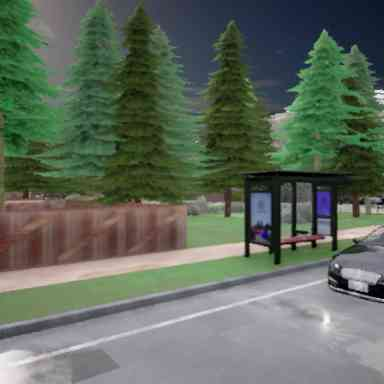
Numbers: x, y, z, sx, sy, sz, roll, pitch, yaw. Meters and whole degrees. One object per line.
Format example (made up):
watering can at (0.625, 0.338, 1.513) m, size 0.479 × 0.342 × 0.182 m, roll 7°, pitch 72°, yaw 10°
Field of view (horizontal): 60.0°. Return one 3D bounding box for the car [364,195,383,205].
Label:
car at (29.057, 1.111, 51.255) m, size 4.605 × 1.855 × 1.932 m, roll 0°, pitch 0°, yaw -37°

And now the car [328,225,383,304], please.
car at (5.088, 1.483, 7.648) m, size 4.902 × 1.511 × 2.128 m, roll 0°, pitch 0°, yaw -36°

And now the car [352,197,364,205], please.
car at (27.232, 1.119, 53.029) m, size 3.866 × 1.878 × 1.905 m, roll 0°, pitch 0°, yaw -37°
